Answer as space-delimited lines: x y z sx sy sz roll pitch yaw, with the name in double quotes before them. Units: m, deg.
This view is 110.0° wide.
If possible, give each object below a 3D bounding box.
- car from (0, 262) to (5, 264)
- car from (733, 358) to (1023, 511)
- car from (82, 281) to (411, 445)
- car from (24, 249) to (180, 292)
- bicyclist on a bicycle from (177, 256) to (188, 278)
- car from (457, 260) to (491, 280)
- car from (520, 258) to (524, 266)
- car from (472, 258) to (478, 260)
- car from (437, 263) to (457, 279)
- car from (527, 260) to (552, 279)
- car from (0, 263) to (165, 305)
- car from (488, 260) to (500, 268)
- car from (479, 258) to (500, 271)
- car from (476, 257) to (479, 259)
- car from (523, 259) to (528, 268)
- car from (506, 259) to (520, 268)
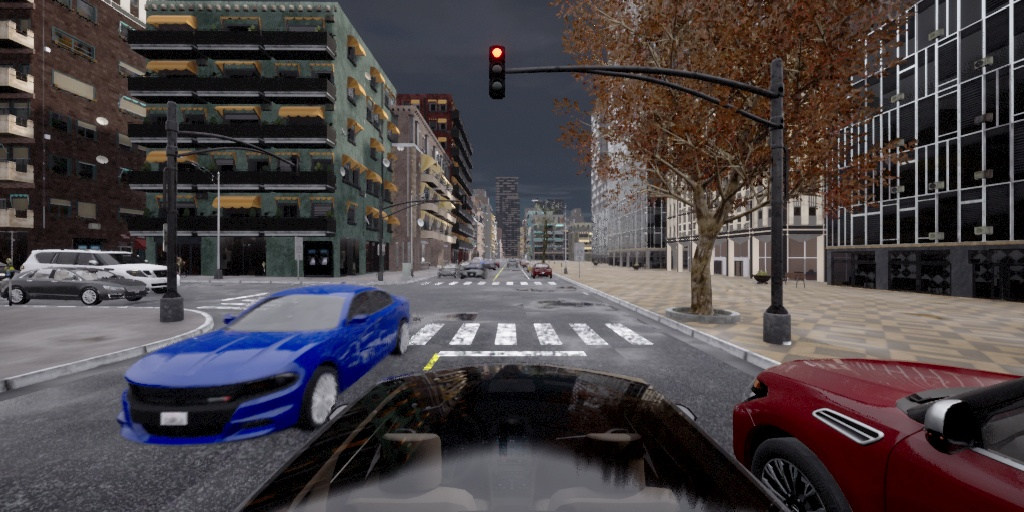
"car" -33.196 0.869 21.801 4.403 1.370 2.007 0 0 -1
"car" 2.691 1.065 0.631 2.192 1.841 5.009 0 0 0
"car" -3.103 1.228 5.787 1.882 1.535 5.008 0 0 0
"car" -18.432 0.738 16.164 5.566 2.045 2.150 1 0 -1
"bicyclist on a bicycle" -23.177 0.761 24.854 0.582 1.620 1.656 1 0 -1
"car" -3.200 1.325 30.859 1.994 1.385 4.181 0 0 2
"car" 2.670 1.375 60.681 1.802 1.307 4.207 0 0 0
"car" -5.704 1.323 44.081 2.007 1.370 4.403 0 0 0
"car" -5.700 1.313 33.015 2.007 1.370 4.403 0 0 0
"car" 2.680 1.307 33.018 1.888 1.381 4.507 0 0 0
"car" -16.439 1.091 13.596 4.403 1.370 2.007 0 0 -1
"car" -3.076 1.397 62.719 1.895 1.301 4.718 0 0 0
"car" -3.108 1.326 49.185 2.033 1.411 5.357 0 0 0
"car" -5.708 1.226 55.146 1.967 1.591 4.097 0 0 0
"car" 2.676 1.298 44.253 1.751 1.417 4.829 0 0 0
"car" 0.077 1.290 63.875 2.128 1.511 4.902 0 0 0
